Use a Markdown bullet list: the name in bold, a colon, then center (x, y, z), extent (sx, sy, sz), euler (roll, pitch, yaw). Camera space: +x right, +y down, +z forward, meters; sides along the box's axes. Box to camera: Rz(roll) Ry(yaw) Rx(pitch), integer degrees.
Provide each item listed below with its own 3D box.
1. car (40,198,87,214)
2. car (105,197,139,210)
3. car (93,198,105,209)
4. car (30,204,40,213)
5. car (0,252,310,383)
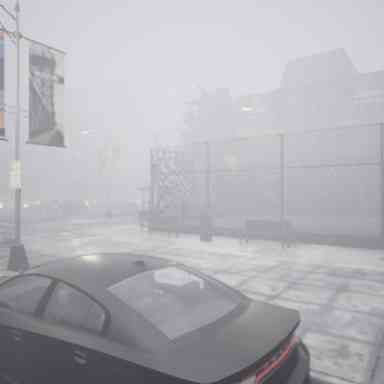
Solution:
- **car**: center (-14.487, 1.554, 38.349), extent (2.097, 1.767, 4.553), euler (0, 0, 35)
- **car**: center (-9.328, 1.766, 45.706), extent (1.994, 1.385, 4.181), euler (0, 0, 35)
- **car**: center (-11.967, 1.576, 48.037), extent (2.097, 1.767, 4.553), euler (0, 0, 35)
- **car**: center (-17.203, 1.728, 40.574), extent (1.837, 1.490, 4.892), euler (0, 0, 35)
- **car**: center (-1.228, 1.499, 4.008), extent (5.008, 1.535, 2.097), euler (0, 0, 35)
